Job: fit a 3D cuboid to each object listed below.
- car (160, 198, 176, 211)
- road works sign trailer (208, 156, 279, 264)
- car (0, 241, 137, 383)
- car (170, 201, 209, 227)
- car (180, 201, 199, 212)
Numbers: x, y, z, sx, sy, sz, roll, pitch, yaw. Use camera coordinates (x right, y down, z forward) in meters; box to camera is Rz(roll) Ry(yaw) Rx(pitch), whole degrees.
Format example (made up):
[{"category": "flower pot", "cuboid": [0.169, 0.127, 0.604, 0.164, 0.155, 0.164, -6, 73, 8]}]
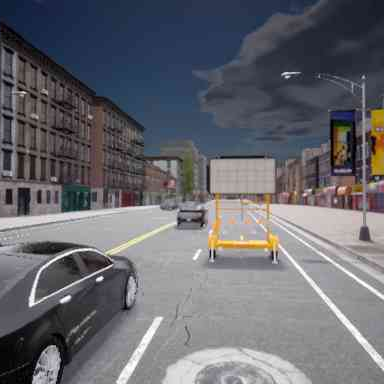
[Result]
[{"category": "car", "cuboid": [-3.348, 1.848, 49.875, 2.097, 1.767, 4.553, 0, -1, 7]}, {"category": "road works sign trailer", "cuboid": [1.827, 0.496, 12.102, 2.380, 3.560, 2.880, 0, 0, 7]}, {"category": "car", "cuboid": [-2.242, 1.509, 4.979, 1.837, 1.490, 4.892, 0, 0, 7]}, {"category": "car", "cuboid": [0.118, 1.610, 23.768, 2.128, 1.511, 4.902, 0, -1, 7]}, {"category": "car", "cuboid": [-0.323, 2.016, 47.923, 2.033, 1.411, 5.357, 0, -1, 7]}]
